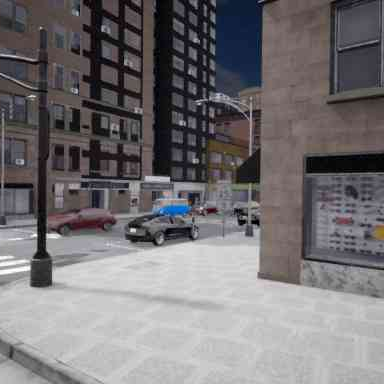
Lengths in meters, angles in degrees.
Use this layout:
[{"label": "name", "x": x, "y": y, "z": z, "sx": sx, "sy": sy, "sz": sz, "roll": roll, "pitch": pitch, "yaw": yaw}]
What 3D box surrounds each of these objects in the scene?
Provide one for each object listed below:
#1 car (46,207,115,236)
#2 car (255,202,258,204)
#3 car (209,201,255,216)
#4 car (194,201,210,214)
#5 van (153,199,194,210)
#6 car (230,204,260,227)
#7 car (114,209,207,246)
[{"label": "car", "x": -6.546, "y": 1.633, "z": 19.504, "sx": 1.812, "sy": 1.442, "sz": 4.674, "roll": 1, "pitch": 0, "yaw": 37}, {"label": "car", "x": 7.617, "y": 1.822, "z": 43.624, "sx": 1.752, "sy": 1.417, "sz": 4.829, "roll": 0, "pitch": 0, "yaw": 36}, {"label": "car", "x": 4.256, "y": 1.745, "z": 34.526, "sx": 2.128, "sy": 1.511, "sz": 4.902, "roll": 1, "pitch": 0, "yaw": 36}, {"label": "car", "x": 1.302, "y": 1.644, "z": 34.835, "sx": 1.967, "sy": 1.590, "sz": 4.097, "roll": 0, "pitch": 0, "yaw": 36}, {"label": "van", "x": -1.905, "y": 1.500, "z": 30.372, "sx": 1.690, "sy": 1.788, "sz": 3.998, "roll": 0, "pitch": 0, "yaw": 36}, {"label": "car", "x": 5.014, "y": 1.849, "z": 25.396, "sx": 1.947, "sy": 1.339, "sz": 4.313, "roll": 0, "pitch": 0, "yaw": 36}, {"label": "car", "x": -1.402, "y": 1.763, "z": 16.469, "sx": 1.947, "sy": 1.339, "sz": 4.313, "roll": 0, "pitch": 0, "yaw": 36}]
